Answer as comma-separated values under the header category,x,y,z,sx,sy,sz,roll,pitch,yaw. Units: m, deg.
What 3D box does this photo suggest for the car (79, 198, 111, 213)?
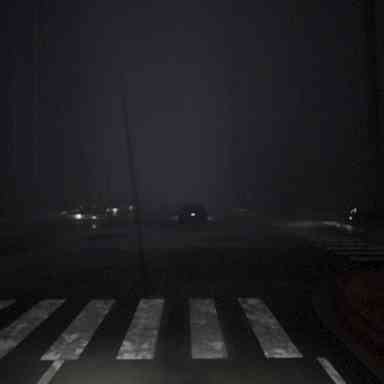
category,x,y,z,sx,sy,sz,roll,pitch,yaw
car,-10.633,1.449,36.020,1.882,1.535,5.008,0,0,0

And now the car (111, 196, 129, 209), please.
category,x,y,z,sx,sy,sz,roll,pitch,yaw
car,-10.640,1.511,45.951,2.033,1.411,5.357,0,0,0

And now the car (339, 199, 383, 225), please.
category,x,y,z,sx,sy,sz,roll,pitch,yaw
car,12.567,1.279,22.804,4.553,1.767,2.097,0,0,0

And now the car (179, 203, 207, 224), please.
category,x,y,z,sx,sy,sz,roll,pitch,yaw
car,0.070,1.494,24.368,1.994,1.385,4.181,0,0,0

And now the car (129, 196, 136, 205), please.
category,x,y,z,sx,sy,sz,roll,pitch,yaw
car,-10.599,1.461,56.072,1.837,1.490,4.892,0,0,1
